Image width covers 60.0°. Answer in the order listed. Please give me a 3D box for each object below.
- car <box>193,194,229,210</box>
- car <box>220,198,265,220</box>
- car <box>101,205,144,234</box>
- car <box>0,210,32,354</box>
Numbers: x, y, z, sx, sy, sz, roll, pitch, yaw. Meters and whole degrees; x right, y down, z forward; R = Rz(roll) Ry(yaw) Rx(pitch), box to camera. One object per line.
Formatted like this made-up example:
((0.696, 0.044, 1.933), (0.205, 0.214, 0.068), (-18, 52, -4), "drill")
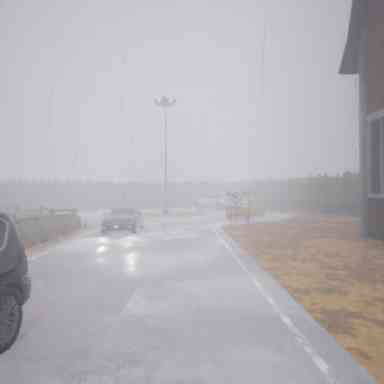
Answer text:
((2.747, 1.220, 42.694), (5.566, 2.045, 2.150), (0, -1, 37), "car")
((4.654, 1.462, 28.554), (1.882, 1.535, 5.008), (0, 0, 34), "car")
((-3.934, 1.535, 19.366), (1.837, 1.490, 4.892), (0, 0, -1), "car")
((-3.642, 1.245, 3.167), (2.150, 2.045, 5.566), (0, 0, -1), "car")
